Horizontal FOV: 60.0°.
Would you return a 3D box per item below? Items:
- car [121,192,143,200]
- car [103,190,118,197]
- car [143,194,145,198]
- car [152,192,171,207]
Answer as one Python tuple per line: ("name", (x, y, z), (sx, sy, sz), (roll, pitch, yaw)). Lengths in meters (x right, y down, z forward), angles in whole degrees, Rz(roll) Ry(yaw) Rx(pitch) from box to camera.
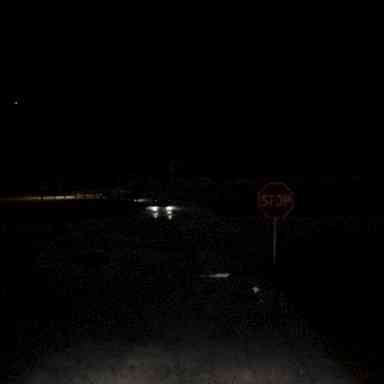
("car", (-10.871, 0.637, 58.902), (1.895, 1.301, 4.718), (-2, 1, -30))
("car", (-17.536, 0.357, 71.536), (4.181, 1.385, 1.994), (0, 2, 42))
("car", (-10.912, 0.536, 64.022), (1.895, 1.301, 4.718), (-2, 2, -37))
("car", (-3.551, 0.800, 38.452), (1.882, 1.535, 5.008), (0, 1, -10))
